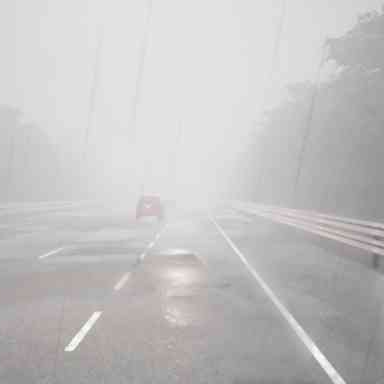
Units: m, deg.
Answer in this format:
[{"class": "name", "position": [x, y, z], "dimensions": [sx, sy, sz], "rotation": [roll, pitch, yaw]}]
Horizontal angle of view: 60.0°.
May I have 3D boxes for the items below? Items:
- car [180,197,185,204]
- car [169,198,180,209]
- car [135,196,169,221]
[{"class": "car", "position": [-3.226, 2.136, 80.222], "dimensions": [1.812, 1.442, 4.674], "rotation": [0, -1, 0]}, {"class": "car", "position": [-3.397, 1.824, 53.054], "dimensions": [1.882, 1.535, 5.008], "rotation": [0, -1, 0]}, {"class": "car", "position": [-3.483, 1.347, 28.811], "dimensions": [2.150, 2.045, 5.566], "rotation": [0, 0, 0]}]
